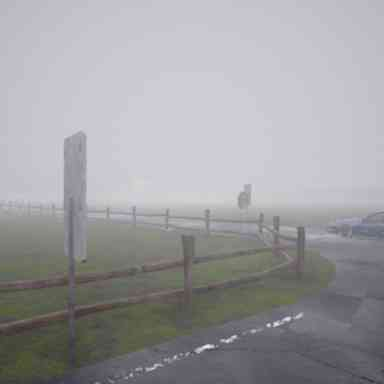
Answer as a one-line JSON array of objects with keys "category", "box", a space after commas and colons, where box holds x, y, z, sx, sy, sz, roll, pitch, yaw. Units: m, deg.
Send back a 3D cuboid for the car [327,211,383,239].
[{"category": "car", "box": [9.409, 1.596, 15.865, 5.357, 1.411, 2.033, -1, 0, 42]}]
